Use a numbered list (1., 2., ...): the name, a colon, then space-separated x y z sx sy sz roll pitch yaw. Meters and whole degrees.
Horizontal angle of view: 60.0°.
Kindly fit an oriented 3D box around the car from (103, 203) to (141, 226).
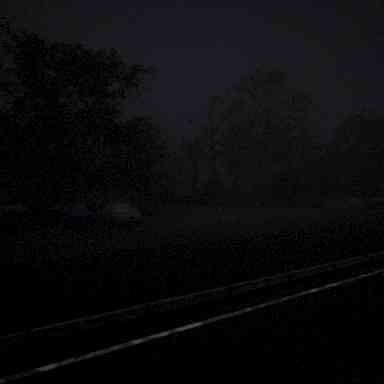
1. car: -5.116 1.470 22.884 2.002 1.452 4.674 0 0 -35

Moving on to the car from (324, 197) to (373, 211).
1. car: 18.083 1.368 39.414 2.097 1.535 5.008 0 0 -35

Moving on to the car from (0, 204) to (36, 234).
1. car: -10.344 1.446 19.155 2.231 1.521 4.892 0 0 -35

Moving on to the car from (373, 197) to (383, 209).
1. car: 22.611 1.375 42.654 2.097 1.535 5.008 0 0 -35

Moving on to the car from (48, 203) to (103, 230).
1. car: -7.685 1.437 21.063 2.097 1.535 5.008 0 0 -35
